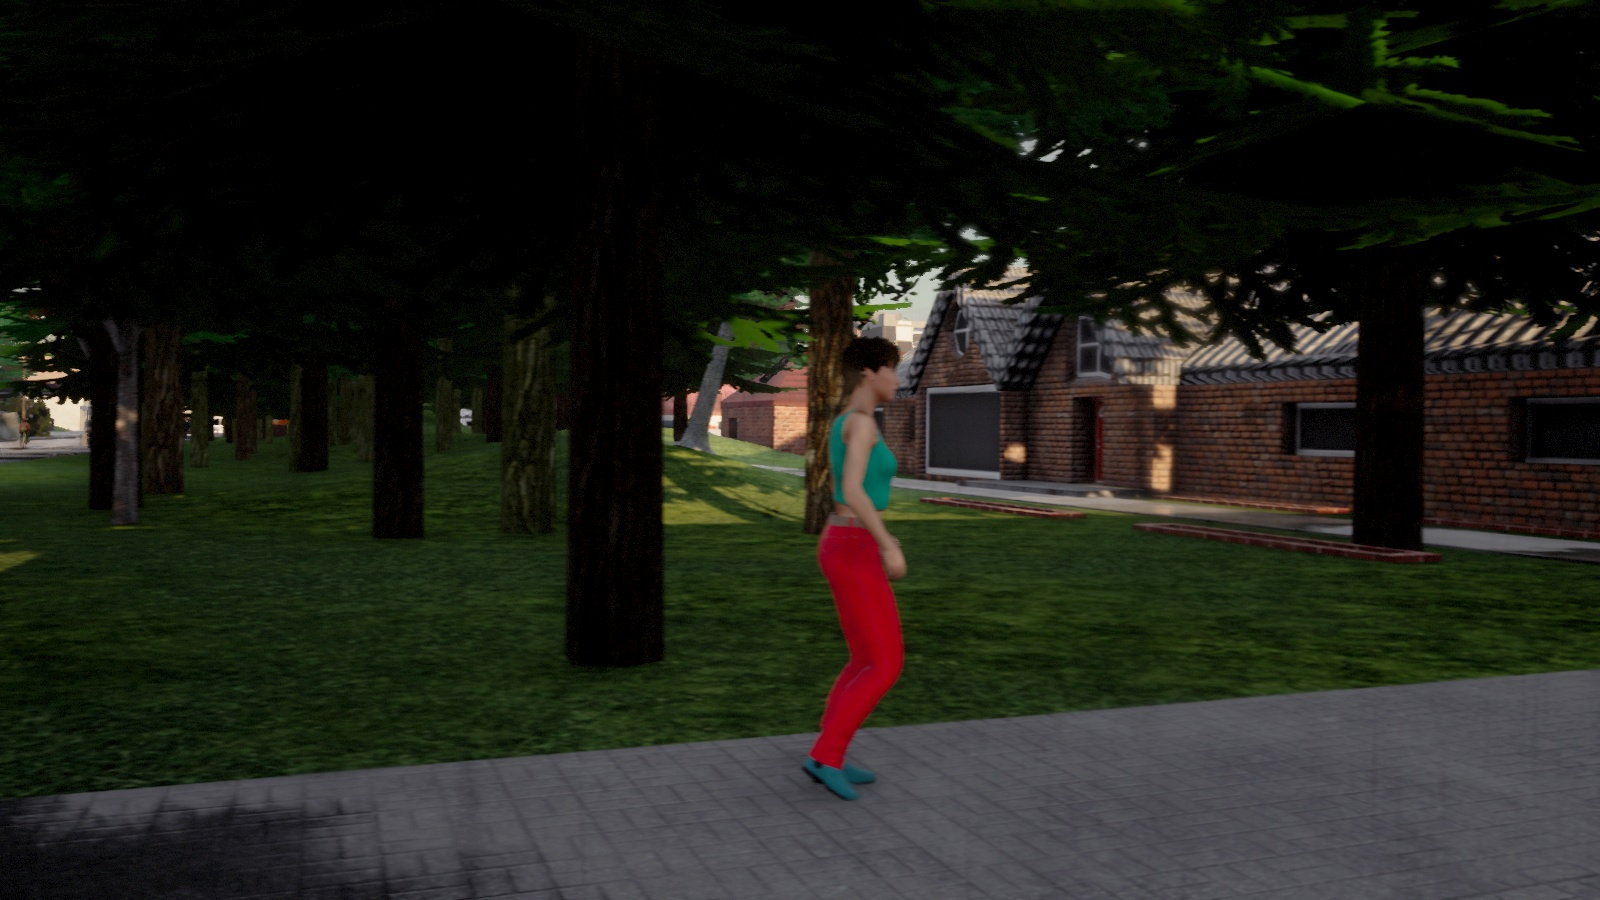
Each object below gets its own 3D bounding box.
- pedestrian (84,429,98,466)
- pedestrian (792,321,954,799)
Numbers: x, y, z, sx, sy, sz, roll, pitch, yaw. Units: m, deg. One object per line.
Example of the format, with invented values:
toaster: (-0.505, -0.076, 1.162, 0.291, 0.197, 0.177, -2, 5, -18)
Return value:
pedestrian: (-36.855, -0.148, 65.253, 0.396, 1.930, 0.692, -1, 1, -12)
pedestrian: (0.283, 0.421, 5.018, 0.594, 1.836, 0.345, -1, 1, -3)
